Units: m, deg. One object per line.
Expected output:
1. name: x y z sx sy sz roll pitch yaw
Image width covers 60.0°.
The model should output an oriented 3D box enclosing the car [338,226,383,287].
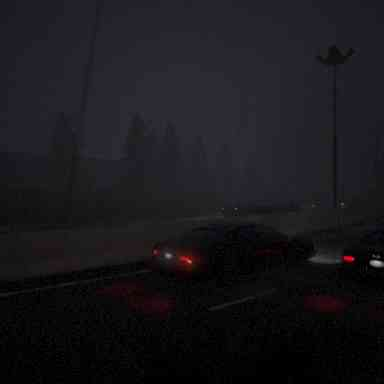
1. car: 5.767 1.554 8.634 5.357 1.411 2.033 0 0 -41

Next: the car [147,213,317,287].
1. car: 1.375 1.564 9.467 5.357 1.411 2.033 0 0 -39
